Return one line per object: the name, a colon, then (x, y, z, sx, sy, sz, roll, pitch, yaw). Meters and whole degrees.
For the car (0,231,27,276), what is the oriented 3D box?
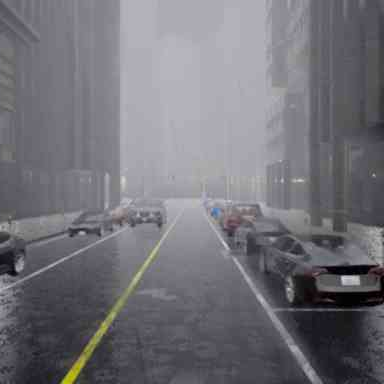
car: (-5.673, 1.648, 8.055, 1.947, 1.339, 4.313, -1, -1, 0)

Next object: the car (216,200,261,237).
car: (2.853, 1.507, 19.306, 2.192, 1.841, 5.009, -1, -1, 0)

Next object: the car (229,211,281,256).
car: (2.854, 1.703, 13.679, 1.947, 1.339, 4.313, -1, -1, 0)

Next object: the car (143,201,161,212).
car: (-5.663, 2.012, 47.426, 2.008, 1.369, 4.403, -1, -1, 0)

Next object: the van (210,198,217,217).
van: (2.856, 1.643, 30.554, 1.690, 1.788, 3.998, -1, -1, 0)

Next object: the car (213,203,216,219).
car: (2.857, 1.792, 24.928, 1.887, 1.381, 4.507, -1, -1, 0)

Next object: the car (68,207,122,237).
car: (-5.670, 1.758, 19.303, 1.947, 1.339, 4.313, -1, -1, 0)

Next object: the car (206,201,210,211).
car: (2.860, 1.937, 36.176, 1.802, 1.307, 4.206, -1, -1, 0)

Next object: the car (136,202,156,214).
car: (-5.665, 1.953, 41.801, 1.887, 1.381, 4.507, -1, -1, 0)

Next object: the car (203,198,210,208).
car: (2.862, 1.988, 47.595, 1.752, 1.417, 4.829, -1, -1, 0)

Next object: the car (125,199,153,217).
car: (-5.668, 1.670, 36.179, 2.192, 1.841, 5.009, -1, -1, 0)

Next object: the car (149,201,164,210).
car: (-5.662, 2.080, 53.051, 1.947, 1.339, 4.313, -1, -1, 0)

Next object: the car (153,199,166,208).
car: (-5.661, 2.007, 58.676, 1.967, 1.590, 4.097, -1, -1, 0)

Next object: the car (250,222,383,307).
car: (2.853, 1.648, 8.056, 1.947, 1.339, 4.313, -1, -1, 0)

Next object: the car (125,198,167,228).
car: (-3.094, 1.464, 24.460, 2.150, 2.045, 5.566, 0, -1, 0)

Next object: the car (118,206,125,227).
car: (-5.669, 1.792, 24.928, 1.887, 1.381, 4.507, -1, -1, 0)
